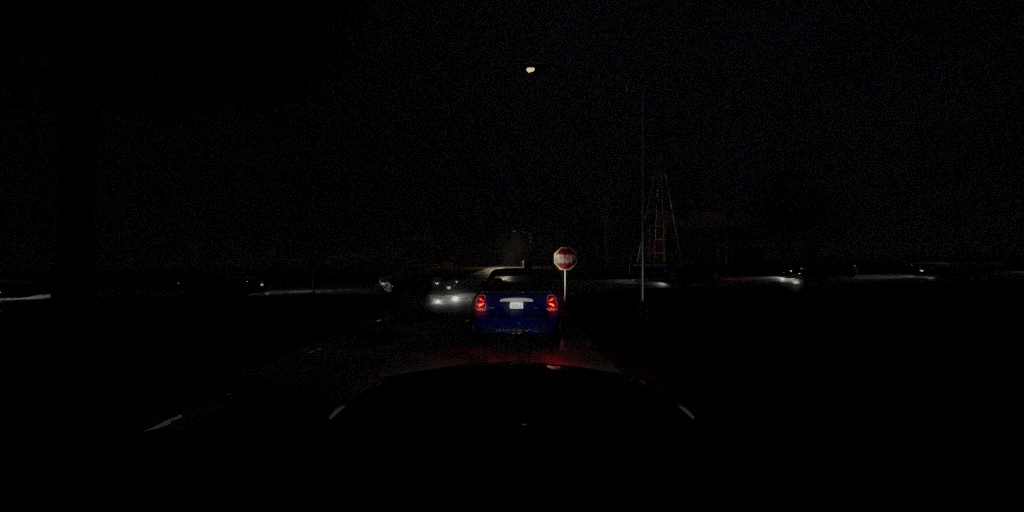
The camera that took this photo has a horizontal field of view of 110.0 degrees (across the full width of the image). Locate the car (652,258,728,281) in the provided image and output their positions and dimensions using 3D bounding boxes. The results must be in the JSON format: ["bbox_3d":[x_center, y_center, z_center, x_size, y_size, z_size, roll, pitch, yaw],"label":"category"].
[{"bbox_3d":[12.660,0.948,25.653,5.008,1.535,1.882,-1,1,0],"label":"car"}]

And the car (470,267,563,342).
[{"bbox_3d":[0.103,1.104,9.979,2.097,1.767,4.553,0,0,0],"label":"car"}]

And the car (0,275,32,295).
[{"bbox_3d":[-34.059,1.877,22.977,5.008,1.535,1.882,-1,1,0],"label":"car"}]

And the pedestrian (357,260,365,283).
[{"bbox_3d":[-12.145,1.215,28.819,0.375,1.860,0.375,0,2,0],"label":"pedestrian"}]

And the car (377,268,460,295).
[{"bbox_3d":[-5.381,1.370,20.159,5.357,1.411,2.033,-3,-1,37],"label":"car"}]

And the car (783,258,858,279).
[{"bbox_3d":[21.937,0.848,25.603,4.181,1.385,1.994,-1,1,1],"label":"car"}]

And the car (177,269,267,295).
[{"bbox_3d":[-18.420,1.607,22.884,4.902,1.511,2.128,-1,1,0],"label":"car"}]

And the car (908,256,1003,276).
[{"bbox_3d":[31.437,0.692,25.551,4.718,1.301,1.895,-1,1,1],"label":"car"}]
